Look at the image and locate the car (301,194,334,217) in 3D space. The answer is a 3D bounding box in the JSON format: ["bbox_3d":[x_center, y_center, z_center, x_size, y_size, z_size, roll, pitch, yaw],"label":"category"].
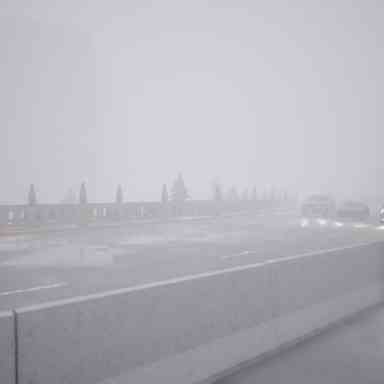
[{"bbox_3d":[12.148,1.219,31.610,2.150,2.045,5.566,0,0,35],"label":"car"}]

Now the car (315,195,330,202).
[{"bbox_3d":[27.433,1.252,69.948,1.994,1.385,4.181,0,0,7],"label":"car"}]

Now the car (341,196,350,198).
[{"bbox_3d":[30.146,1.473,64.954,1.837,1.490,4.892,0,0,13],"label":"car"}]

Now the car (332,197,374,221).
[{"bbox_3d":[13.331,1.475,27.373,1.882,1.535,5.008,0,0,36],"label":"car"}]

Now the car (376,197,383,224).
[{"bbox_3d":[14.693,1.349,23.457,2.097,1.767,4.553,0,0,38],"label":"car"}]

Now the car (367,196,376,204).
[{"bbox_3d":[32.822,1.494,60.500,1.837,1.490,4.892,0,1,13],"label":"car"}]
